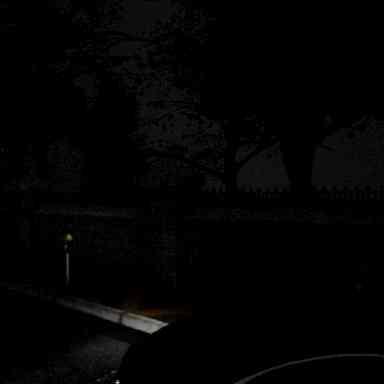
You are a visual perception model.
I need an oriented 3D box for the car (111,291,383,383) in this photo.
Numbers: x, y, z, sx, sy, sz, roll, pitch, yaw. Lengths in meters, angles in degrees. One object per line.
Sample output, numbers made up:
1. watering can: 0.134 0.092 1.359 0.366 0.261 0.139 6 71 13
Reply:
1. car: 1.514 1.504 2.200 4.892 1.490 1.837 -1 0 35
